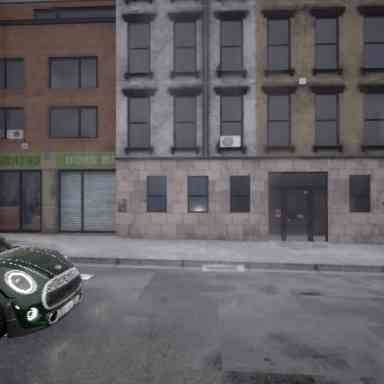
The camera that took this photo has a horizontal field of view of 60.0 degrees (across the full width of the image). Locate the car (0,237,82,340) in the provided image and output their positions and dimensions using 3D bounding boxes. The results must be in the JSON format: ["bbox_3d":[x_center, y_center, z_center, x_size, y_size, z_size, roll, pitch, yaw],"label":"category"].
[{"bbox_3d":[-4.283,1.266,5.664,4.553,1.767,2.097,1,0,3],"label":"car"}]
